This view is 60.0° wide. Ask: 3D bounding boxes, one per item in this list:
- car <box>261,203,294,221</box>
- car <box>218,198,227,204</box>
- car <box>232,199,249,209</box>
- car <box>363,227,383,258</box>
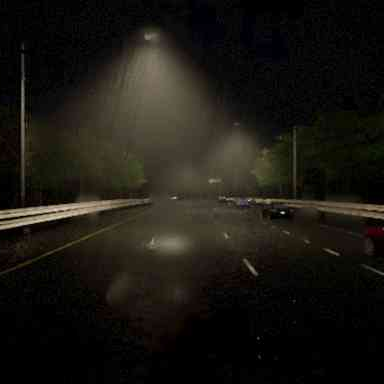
[{"bbox_3d":[7.021,1.597,27.687,1.994,1.385,4.181,0,0,0],"label":"car"},{"bbox_3d":[7.277,2.077,79.416,1.994,1.385,4.181,0,-1,0],"label":"car"},{"bbox_3d":[7.090,1.705,49.025,2.033,1.411,5.357,0,-1,0],"label":"car"},{"bbox_3d":[7.007,1.486,9.796,1.882,1.535,5.008,0,0,0],"label":"car"}]
